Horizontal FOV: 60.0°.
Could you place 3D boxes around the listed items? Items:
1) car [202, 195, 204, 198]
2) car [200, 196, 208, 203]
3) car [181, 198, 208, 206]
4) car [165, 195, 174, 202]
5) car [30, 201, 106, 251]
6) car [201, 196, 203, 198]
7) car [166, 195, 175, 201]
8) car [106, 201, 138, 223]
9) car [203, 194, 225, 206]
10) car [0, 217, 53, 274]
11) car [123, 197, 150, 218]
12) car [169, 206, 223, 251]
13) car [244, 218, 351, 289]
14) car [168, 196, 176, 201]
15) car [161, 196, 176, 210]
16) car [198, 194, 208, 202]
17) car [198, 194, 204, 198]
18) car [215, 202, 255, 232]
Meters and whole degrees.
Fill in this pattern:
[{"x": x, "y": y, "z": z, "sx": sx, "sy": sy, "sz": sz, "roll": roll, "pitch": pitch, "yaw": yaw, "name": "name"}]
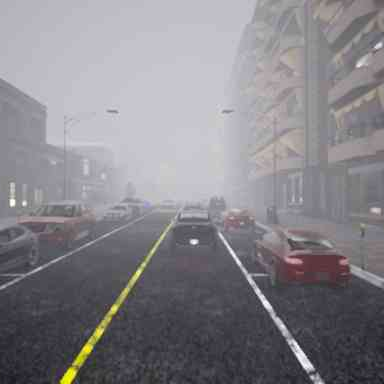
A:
[{"x": 2.710, "y": 1.516, "z": 43.049, "sx": 1.967, "sy": 1.590, "sz": 4.097, "roll": 1, "pitch": 0, "yaw": 0, "name": "car"}, {"x": 2.713, "y": 1.671, "z": 77.338, "sx": 1.752, "sy": 1.417, "sz": 4.829, "roll": 1, "pitch": 0, "yaw": 0, "name": "car"}, {"x": 0.088, "y": 1.543, "z": 30.076, "sx": 2.128, "sy": 1.511, "sz": 4.902, "roll": 0, "pitch": 0, "yaw": 0, "name": "car"}, {"x": -5.631, "y": 1.597, "z": 82.797, "sx": 1.967, "sy": 1.590, "sz": 4.097, "roll": 1, "pitch": 0, "yaw": 0, "name": "car"}, {"x": -5.672, "y": 1.340, "z": 14.557, "sx": 2.192, "sy": 1.841, "sz": 5.009, "roll": 1, "pitch": 0, "yaw": 0, "name": "car"}, {"x": 2.709, "y": 1.653, "z": 48.736, "sx": 1.947, "sy": 1.339, "sz": 4.313, "roll": 1, "pitch": 0, "yaw": 0, "name": "car"}, {"x": -5.631, "y": 1.610, "z": 88.485, "sx": 1.967, "sy": 1.590, "sz": 4.097, "roll": 1, "pitch": 0, "yaw": 0, "name": "car"}, {"x": -5.683, "y": 1.626, "z": 25.930, "sx": 1.802, "sy": 1.307, "sz": 4.206, "roll": 1, "pitch": 0, "yaw": 0, "name": "car"}, {"x": 2.711, "y": 1.380, "z": 37.363, "sx": 2.192, "sy": 1.841, "sz": 5.009, "roll": 1, "pitch": 0, "yaw": 0, "name": "car"}, {"x": -5.677, "y": 1.581, "z": 8.870, "sx": 1.947, "sy": 1.339, "sz": 4.313, "roll": 1, "pitch": 0, "yaw": 0, "name": "car"}, {"x": -5.656, "y": 1.369, "z": 31.617, "sx": 2.192, "sy": 1.841, "sz": 5.009, "roll": 1, "pitch": 0, "yaw": 0, "name": "car"}, {"x": 0.083, "y": 1.528, "z": 14.173, "sx": 1.837, "sy": 1.490, "sz": 4.892, "roll": 0, "pitch": 0, "yaw": 0, "name": "car"}, {"x": 2.702, "y": 1.598, "z": 8.929, "sx": 1.802, "sy": 1.307, "sz": 4.206, "roll": 1, "pitch": 0, "yaw": 0, "name": "car"}, {"x": -5.632, "y": 1.765, "z": 94.171, "sx": 1.802, "sy": 1.307, "sz": 4.206, "roll": 1, "pitch": 0, "yaw": 0, "name": "car"}, {"x": -3.090, "y": 1.626, "z": 44.471, "sx": 2.033, "sy": 1.411, "sz": 5.357, "roll": 0, "pitch": 0, "yaw": 0, "name": "car"}, {"x": 2.717, "y": 1.473, "z": 82.856, "sx": 2.192, "sy": 1.841, "sz": 5.009, "roll": 1, "pitch": 0, "yaw": 0, "name": "car"}, {"x": 2.712, "y": 1.684, "z": 71.482, "sx": 2.008, "sy": 1.369, "sz": 4.403, "roll": 1, "pitch": 0, "yaw": 0, "name": "car"}, {"x": 2.705, "y": 1.580, "z": 20.303, "sx": 1.887, "sy": 1.381, "sz": 4.507, "roll": 1, "pitch": 0, "yaw": 0, "name": "car"}]
